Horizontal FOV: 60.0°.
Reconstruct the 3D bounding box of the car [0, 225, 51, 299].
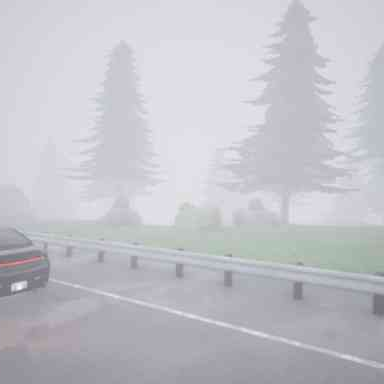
[{"bbox_3d":[-5.208,1.499,7.560,4.892,1.490,1.837,0,0,34],"label":"car"}]
